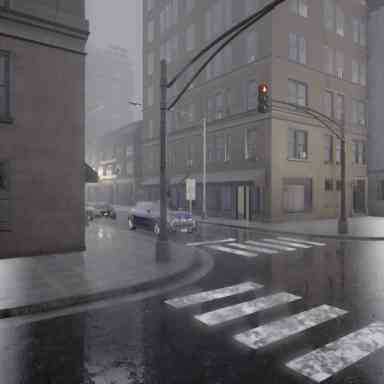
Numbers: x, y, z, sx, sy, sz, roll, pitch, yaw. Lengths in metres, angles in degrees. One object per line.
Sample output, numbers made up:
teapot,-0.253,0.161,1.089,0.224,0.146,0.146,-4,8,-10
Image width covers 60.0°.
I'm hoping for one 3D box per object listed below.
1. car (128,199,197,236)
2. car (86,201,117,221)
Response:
car,-1.675,1.269,17.944,2.097,1.767,4.553,0,0,-36
car,-7.472,1.428,26.049,1.994,1.385,4.181,0,0,-35
